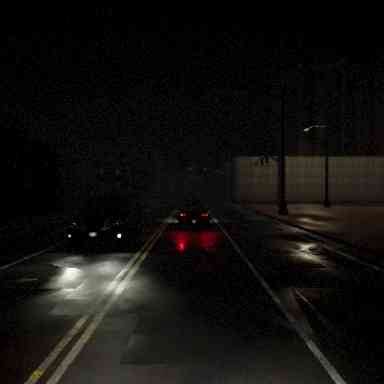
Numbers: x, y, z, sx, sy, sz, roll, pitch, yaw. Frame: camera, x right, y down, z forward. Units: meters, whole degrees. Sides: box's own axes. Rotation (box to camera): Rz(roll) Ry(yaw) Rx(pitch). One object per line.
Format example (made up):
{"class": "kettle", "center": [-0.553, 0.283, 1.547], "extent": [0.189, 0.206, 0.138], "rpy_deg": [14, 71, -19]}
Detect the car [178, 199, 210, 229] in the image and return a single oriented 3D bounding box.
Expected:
{"class": "car", "center": [0.101, 1.389, 20.330], "extent": [1.812, 1.442, 4.674], "rpy_deg": [0, 0, 0]}

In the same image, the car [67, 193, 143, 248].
{"class": "car", "center": [-3.551, 1.118, 14.701], "extent": [2.150, 2.045, 5.566], "rpy_deg": [0, 1, 0]}

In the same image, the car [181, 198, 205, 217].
{"class": "car", "center": [0.099, 1.344, 30.277], "extent": [2.033, 1.411, 5.357], "rpy_deg": [0, 0, 0]}
